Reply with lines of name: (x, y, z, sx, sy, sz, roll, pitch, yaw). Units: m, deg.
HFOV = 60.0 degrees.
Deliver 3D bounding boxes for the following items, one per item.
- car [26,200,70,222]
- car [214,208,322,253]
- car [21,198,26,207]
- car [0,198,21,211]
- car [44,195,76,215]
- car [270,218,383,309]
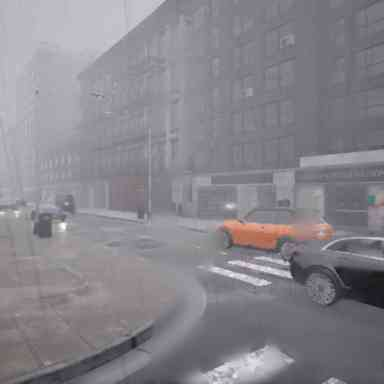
car: (-11.609, 1.593, 26.642, 1.812, 1.442, 4.674, 0, 0, -37)
car: (2.892, 1.359, 12.445, 2.097, 1.767, 4.553, 0, 0, -37)
car: (-27.248, 1.647, 52.078, 1.837, 1.490, 4.892, 0, -1, -37)
car: (-23.938, 1.617, 43.018, 1.882, 1.535, 5.008, 0, 0, -37)
car: (-13.789, 1.300, 34.380, 2.150, 2.045, 5.566, 0, 0, -37)
car: (4.092, 1.493, 5.992, 2.128, 1.511, 4.902, 0, 0, -37)
